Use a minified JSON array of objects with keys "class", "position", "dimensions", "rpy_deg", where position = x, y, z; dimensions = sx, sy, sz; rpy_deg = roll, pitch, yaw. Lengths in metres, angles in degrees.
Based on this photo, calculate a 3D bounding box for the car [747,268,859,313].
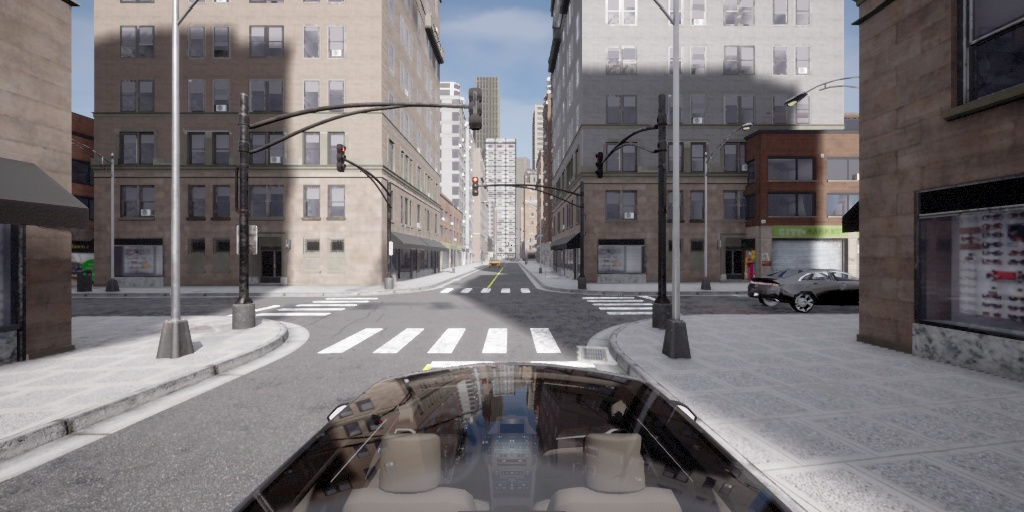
[{"class":"car","position":[11.427,1.209,13.225],"dimensions":[4.902,1.511,2.128],"rpy_deg":[0,0,0]}]

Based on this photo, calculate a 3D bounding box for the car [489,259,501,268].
[{"class":"car","position":[-2.998,1.207,62.908],"dimensions":[1.882,1.535,5.008],"rpy_deg":[0,0,0]}]
